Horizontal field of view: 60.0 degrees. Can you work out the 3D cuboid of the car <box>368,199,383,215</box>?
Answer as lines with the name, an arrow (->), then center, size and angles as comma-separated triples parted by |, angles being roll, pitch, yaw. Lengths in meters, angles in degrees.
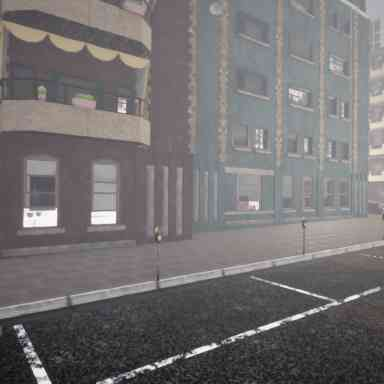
car -> 16.127, 1.240, 32.629 | 2.192, 1.841, 5.009 | 1, 0, -36

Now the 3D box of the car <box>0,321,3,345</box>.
car -> -4.210, 1.566, 3.086 | 4.313, 1.339, 1.947 | 0, 1, -35
